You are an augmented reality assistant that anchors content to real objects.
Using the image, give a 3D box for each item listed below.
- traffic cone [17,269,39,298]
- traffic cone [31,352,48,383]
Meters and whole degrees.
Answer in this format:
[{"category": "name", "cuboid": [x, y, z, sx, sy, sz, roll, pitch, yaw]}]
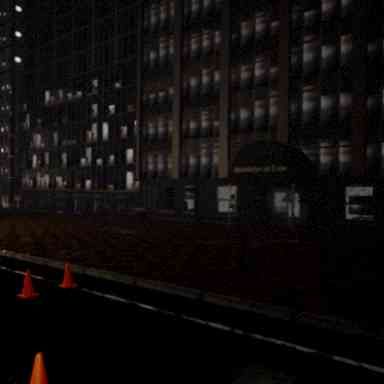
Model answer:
[{"category": "traffic cone", "cuboid": [-3.672, 2.024, 7.468, 0.340, 0.580, 0.340, 0, -1, 36]}, {"category": "traffic cone", "cuboid": [-1.610, 1.989, 3.499, 0.340, 0.580, 0.340, 0, -1, 36]}]
